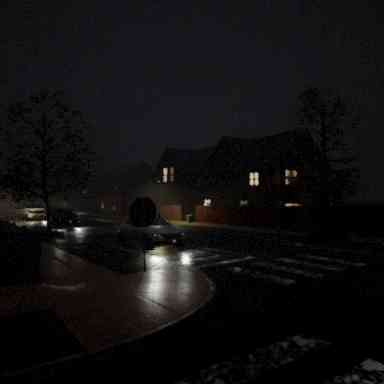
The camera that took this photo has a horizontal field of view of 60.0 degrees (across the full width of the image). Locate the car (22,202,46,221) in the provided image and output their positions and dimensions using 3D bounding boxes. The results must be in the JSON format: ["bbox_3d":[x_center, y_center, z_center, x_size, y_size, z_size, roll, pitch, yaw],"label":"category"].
[{"bbox_3d":[-19.089,2.299,40.311,2.150,2.045,5.566,-1,0,-35],"label":"car"}]

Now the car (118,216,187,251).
[{"bbox_3d":[-2.109,1.883,16.266,1.812,1.442,4.674,-1,-1,-35],"label":"car"}]

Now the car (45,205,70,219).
[{"bbox_3d":[-17.480,2.559,43.058,1.882,1.535,5.008,-1,-1,-35],"label":"car"}]

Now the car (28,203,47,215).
[{"bbox_3d":[-24.955,2.755,53.587,2.097,1.767,4.553,-1,-1,-34],"label":"car"}]

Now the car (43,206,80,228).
[{"bbox_3d":[-11.386,2.261,29.369,1.837,1.490,4.892,-1,-1,-35],"label":"car"}]
